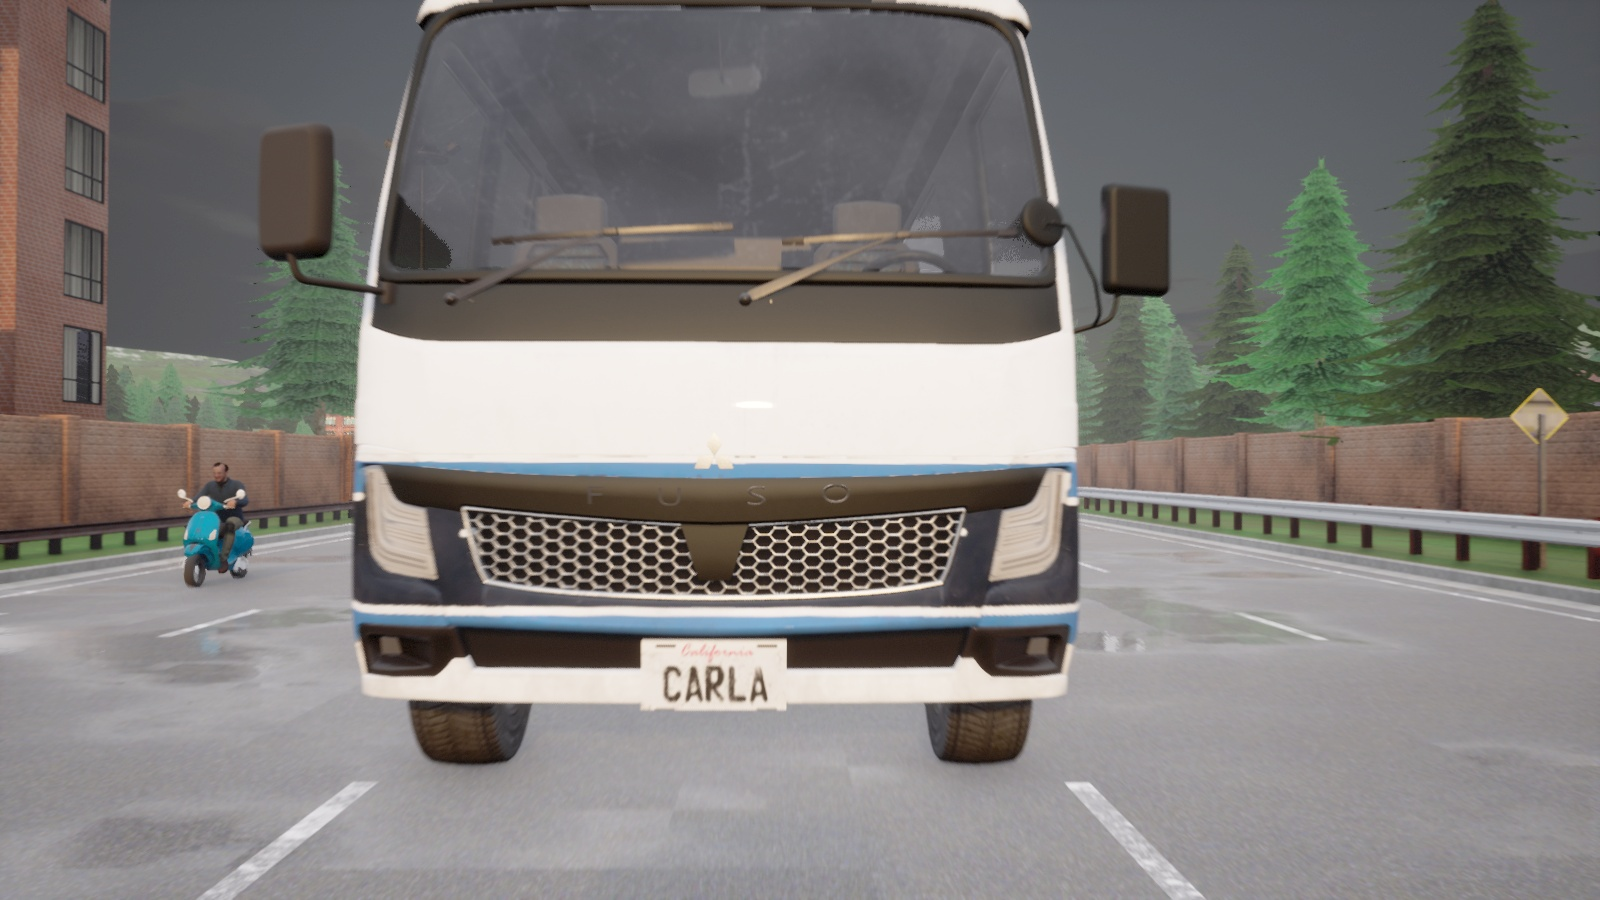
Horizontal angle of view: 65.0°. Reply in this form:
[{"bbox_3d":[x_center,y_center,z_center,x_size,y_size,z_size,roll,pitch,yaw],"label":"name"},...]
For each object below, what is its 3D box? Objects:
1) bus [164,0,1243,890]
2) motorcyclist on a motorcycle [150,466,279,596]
[{"bbox_3d":[-0.453,-0.436,9.774,3.944,4.253,10.273,0,-1,-1],"label":"bus"},{"bbox_3d":[-7.590,1.011,16.382,0.866,1.590,1.817,0,-1,-1],"label":"motorcyclist on a motorcycle"}]
